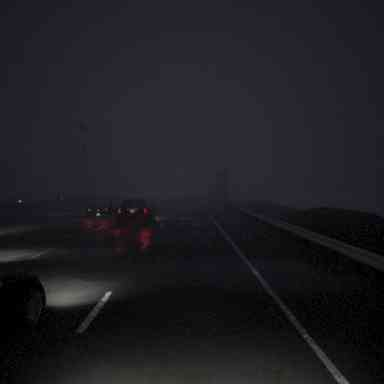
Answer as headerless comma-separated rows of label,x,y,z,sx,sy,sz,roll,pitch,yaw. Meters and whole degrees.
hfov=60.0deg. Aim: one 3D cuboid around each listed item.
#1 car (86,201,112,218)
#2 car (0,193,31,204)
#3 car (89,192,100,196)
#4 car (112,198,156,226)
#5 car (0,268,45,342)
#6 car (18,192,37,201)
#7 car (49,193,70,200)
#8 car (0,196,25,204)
car,-7.149,1.396,27.543,1.895,1.301,4.718,-1,1,-1
car,-24.981,1.299,46.565,1.837,1.490,4.892,-1,1,0
car,-25.130,0.729,85.881,1.812,1.442,4.674,-1,1,1
car,-3.600,1.165,22.084,2.097,1.767,4.553,-1,1,-1
car,-3.422,1.523,3.804,1.812,1.442,4.674,-1,1,-1
car,-28.553,0.953,56.722,2.150,2.045,5.566,-1,1,0
car,-21.551,1.031,54.337,2.097,1.767,4.553,-1,1,0
car,-32.061,1.338,59.505,1.895,1.301,4.718,-1,1,0
